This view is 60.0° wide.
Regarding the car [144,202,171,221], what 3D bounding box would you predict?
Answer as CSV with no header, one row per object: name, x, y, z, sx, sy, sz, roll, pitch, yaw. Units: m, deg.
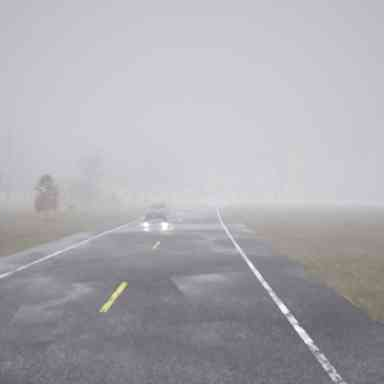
car,-2.873,1.665,28.680,1.837,1.490,4.892,0,0,3

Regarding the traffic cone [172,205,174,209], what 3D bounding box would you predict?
traffic cone,-2.874,2.241,49.572,0.340,0.580,0.340,0,0,5
